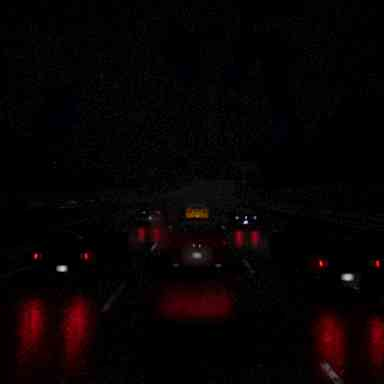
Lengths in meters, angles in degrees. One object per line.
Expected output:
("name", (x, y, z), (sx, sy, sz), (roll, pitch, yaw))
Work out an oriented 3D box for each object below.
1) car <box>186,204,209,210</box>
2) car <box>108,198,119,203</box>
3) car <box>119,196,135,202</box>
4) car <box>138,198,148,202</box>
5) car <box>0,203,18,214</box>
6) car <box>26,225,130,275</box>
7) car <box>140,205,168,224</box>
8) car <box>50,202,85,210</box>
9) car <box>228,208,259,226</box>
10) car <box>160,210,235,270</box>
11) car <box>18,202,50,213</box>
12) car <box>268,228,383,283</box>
("car", (0.472, 1.809, 29.006), (1.882, 1.535, 5.008), (0, -1, 1))
("car", (-18.376, 2.133, 78.889), (1.837, 1.490, 4.892), (0, 0, 4))
("car", (-14.887, 1.861, 78.626), (2.150, 2.045, 5.566), (0, 0, 4))
("car", (-11.392, 2.139, 78.422), (1.837, 1.490, 4.892), (0, 0, 4))
("car", (-20.487, 1.957, 37.432), (2.033, 1.411, 5.357), (0, -1, 2))
("car", (-3.346, 1.721, 10.859), (1.895, 1.301, 4.718), (0, -1, 1))
("car", (-3.066, 1.803, 27.509), (2.128, 1.511, 4.902), (0, -1, 1))
("car", (-13.487, 1.891, 37.191), (1.882, 1.535, 5.008), (0, -1, 2))
("car", (3.898, 1.900, 25.982), (1.895, 1.301, 4.718), (0, -1, 1))
("car", (0.169, 1.607, 11.517), (1.882, 1.535, 5.008), (0, -1, 1))
("car", (-16.983, 1.889, 37.364), (1.882, 1.535, 5.008), (0, -1, 2))
("car", (3.646, 1.715, 9.955), (1.895, 1.301, 4.718), (0, -1, 1))
